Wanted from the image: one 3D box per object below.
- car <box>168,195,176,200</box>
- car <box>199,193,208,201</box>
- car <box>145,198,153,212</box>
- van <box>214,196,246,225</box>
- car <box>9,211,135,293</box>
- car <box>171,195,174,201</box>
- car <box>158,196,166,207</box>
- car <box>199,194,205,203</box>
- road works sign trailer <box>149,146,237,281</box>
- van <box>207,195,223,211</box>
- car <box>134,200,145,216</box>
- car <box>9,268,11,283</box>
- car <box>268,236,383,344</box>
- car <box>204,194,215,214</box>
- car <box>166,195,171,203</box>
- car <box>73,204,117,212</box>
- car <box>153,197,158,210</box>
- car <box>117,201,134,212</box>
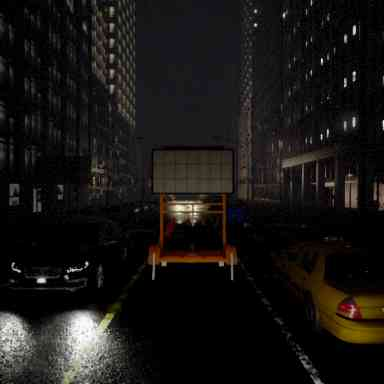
[{"bbox_3d":[-5.501,1.501,91.519,1.752,1.417,4.829,-1,0,0],"label":"car"},{"bbox_3d":[2.865,1.293,85.987,2.192,1.841,5.009,-1,0,0],"label":"car"},{"bbox_3d":[-5.624,1.543,34.852,2.008,1.369,4.403,-1,0,0],"label":"car"},{"bbox_3d":[2.731,1.335,23.467,1.690,1.788,3.998,-1,0,0],"label":"van"},{"bbox_3d":[-2.981,1.502,9.024,1.837,1.490,4.892,0,0,0],"label":"car"},{"bbox_3d":[-5.537,1.563,74.637,1.802,1.307,4.206,-1,0,0],"label":"car"},{"bbox_3d":[-5.586,1.538,51.903,2.008,1.369,4.403,-1,0,0],"label":"car"},{"bbox_3d":[2.819,1.535,63.252,2.008,1.369,4.403,-1,0,0],"label":"car"},{"bbox_3d":[0.025,0.462,9.825,2.380,3.560,2.880,0,0,0],"label":"road works sign trailer"},{"bbox_3d":[2.768,1.332,40.518,1.690,1.788,3.998,-1,0,0],"label":"van"},{"bbox_3d":[-5.635,1.538,29.168,1.887,1.381,4.507,-1,0,0],"label":"car"},{"bbox_3d":[-5.685,1.439,6.434,1.967,1.590,4.097,-1,0,0],"label":"car"},{"bbox_3d":[2.697,1.524,6.586,1.752,1.417,4.829,-1,0,0],"label":"car"},{"bbox_3d":[2.755,1.307,34.834,2.192,1.841,5.009,-1,0,0],"label":"car"},{"bbox_3d":[-5.562,1.535,63.270,2.008,1.369,4.403,-1,0,0],"label":"car"},{"bbox_3d":[-5.660,1.547,17.801,2.008,1.369,4.403,-1,0,0],"label":"car"},{"bbox_3d":[-5.610,1.572,40.536,1.802,1.307,4.206,-1,0,0],"label":"car"},{"bbox_3d":[-5.647,1.560,23.485,1.947,1.339,4.313,-1,0,0],"label":"car"}]
